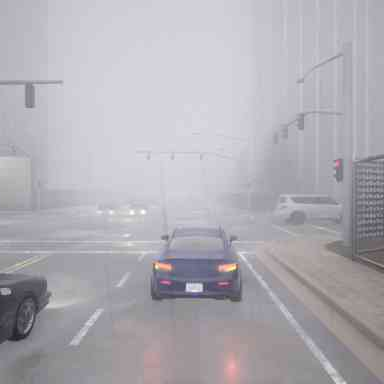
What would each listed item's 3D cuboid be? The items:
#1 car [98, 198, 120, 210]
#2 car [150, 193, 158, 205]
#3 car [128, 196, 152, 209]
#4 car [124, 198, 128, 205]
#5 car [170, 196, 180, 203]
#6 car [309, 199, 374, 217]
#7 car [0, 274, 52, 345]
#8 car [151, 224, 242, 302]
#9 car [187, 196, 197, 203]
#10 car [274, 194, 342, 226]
[{"bbox_3d":[-10.587,1.526,42.693,1.812,1.442,4.674,0,0,0],"label":"car"},{"bbox_3d":[-7.059,1.489,57.553,2.128,1.511,4.902,0,0,0],"label":"car"},{"bbox_3d":[-7.085,1.601,45.501,1.895,1.301,4.718,0,0,0],"label":"car"},{"bbox_3d":[-10.557,1.601,58.123,1.895,1.301,4.718,0,0,0],"label":"car"},{"bbox_3d":[-3.480,1.547,66.915,2.033,1.411,5.357,0,0,0],"label":"car"},{"bbox_3d":[13.275,1.422,29.741,5.008,1.535,1.882,0,0,0],"label":"car"},{"bbox_3d":[-3.443,1.547,3.464,2.033,1.411,5.357,0,0,1],"label":"car"},{"bbox_3d":[0.160,1.526,8.182,1.812,1.442,4.674,0,0,3],"label":"car"},{"bbox_3d":[0.020,1.547,66.914,2.033,1.411,5.357,0,0,0],"label":"car"},{"bbox_3d":[8.410,1.167,22.470,5.566,2.045,2.150,0,0,2],"label":"car"}]
